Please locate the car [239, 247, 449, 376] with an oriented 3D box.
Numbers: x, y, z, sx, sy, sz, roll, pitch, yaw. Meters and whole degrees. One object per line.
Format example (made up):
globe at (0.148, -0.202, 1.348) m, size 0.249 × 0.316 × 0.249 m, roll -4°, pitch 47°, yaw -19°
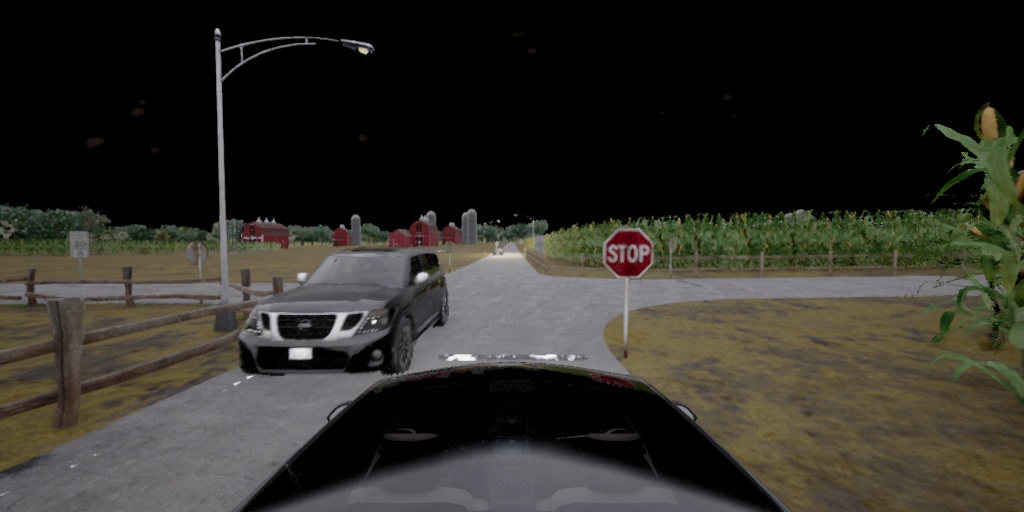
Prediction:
car at (-2.740, 0.846, 7.407) m, size 2.150 × 2.045 × 5.566 m, roll 0°, pitch 1°, yaw 0°
